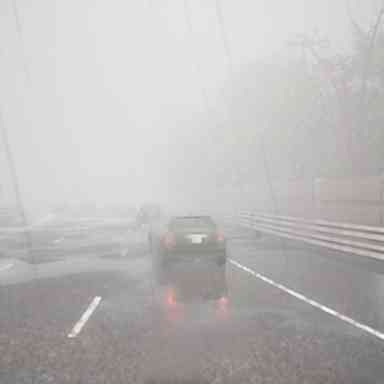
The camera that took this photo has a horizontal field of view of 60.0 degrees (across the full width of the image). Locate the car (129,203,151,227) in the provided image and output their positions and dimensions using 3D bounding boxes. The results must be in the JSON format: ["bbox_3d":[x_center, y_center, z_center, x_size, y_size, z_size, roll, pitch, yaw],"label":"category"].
[{"bbox_3d":[-3.454,1.681,26.011,2.097,1.767,4.553,0,-1,-15],"label":"car"}]

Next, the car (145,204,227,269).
[{"bbox_3d":[-0.339,1.505,12.072,2.097,1.767,4.553,0,-1,-13],"label":"car"}]

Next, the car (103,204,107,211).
[{"bbox_3d":[-11.660,2.100,49.079,1.882,1.535,5.008,0,-1,-29],"label":"car"}]

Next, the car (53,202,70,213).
[{"bbox_3d":[-18.236,2.086,46.327,2.128,1.511,4.902,0,-1,-29],"label":"car"}]

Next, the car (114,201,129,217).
[{"bbox_3d":[-7.253,2.030,38.254,2.033,1.411,5.357,0,-1,-20],"label":"car"}]

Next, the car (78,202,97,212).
[{"bbox_3d":[-15.110,2.159,47.901,2.033,1.411,5.357,0,-1,-29],"label":"car"}]

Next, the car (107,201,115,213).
[{"bbox_3d":[-9.592,2.109,44.335,2.033,1.411,5.357,0,-1,-21],"label":"car"}]
